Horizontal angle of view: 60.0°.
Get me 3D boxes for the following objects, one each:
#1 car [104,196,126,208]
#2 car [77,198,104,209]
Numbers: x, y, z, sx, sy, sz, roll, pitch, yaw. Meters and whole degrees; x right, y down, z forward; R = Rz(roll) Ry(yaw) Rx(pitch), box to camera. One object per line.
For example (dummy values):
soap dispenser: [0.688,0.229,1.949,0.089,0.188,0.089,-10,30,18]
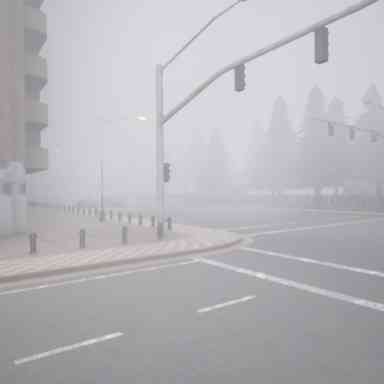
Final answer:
car: [-10.590,1.334,44.654,1.837,1.490,4.892,-1,1,-36]
car: [-13.181,1.439,42.266,1.994,1.385,4.181,-1,1,-36]
